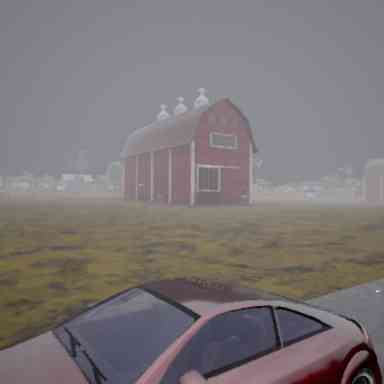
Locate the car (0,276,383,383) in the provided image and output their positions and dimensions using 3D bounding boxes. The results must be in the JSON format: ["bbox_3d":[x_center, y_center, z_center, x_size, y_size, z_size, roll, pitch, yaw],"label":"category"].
[{"bbox_3d":[-0.162,1.570,2.954,4.181,1.385,1.994,0,0,-35],"label":"car"}]
